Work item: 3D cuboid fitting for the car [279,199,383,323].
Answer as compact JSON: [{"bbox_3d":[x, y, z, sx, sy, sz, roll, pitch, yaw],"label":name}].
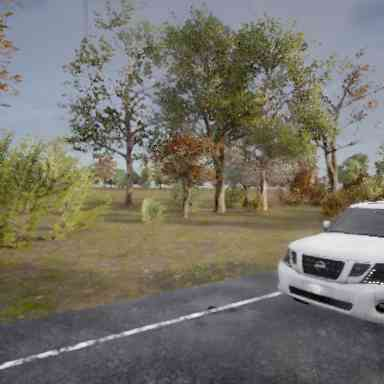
[{"bbox_3d":[4.278,1.191,6.894,5.566,2.045,2.150,0,0,-34],"label":"car"}]
